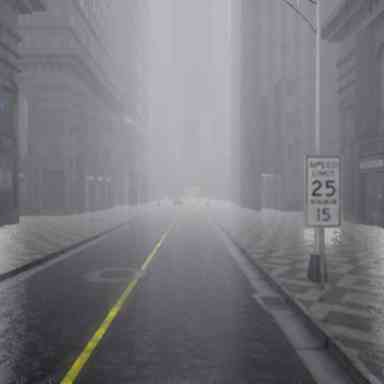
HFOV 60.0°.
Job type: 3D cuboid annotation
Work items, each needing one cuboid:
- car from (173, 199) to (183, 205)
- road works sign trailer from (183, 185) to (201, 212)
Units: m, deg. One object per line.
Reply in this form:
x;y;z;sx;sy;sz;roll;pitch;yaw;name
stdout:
-3.014;2.176;71.751;1.994;1.385;4.181;0;0;0;car
0.009;0.865;43.786;2.380;3.560;2.880;0;0;1;road works sign trailer
